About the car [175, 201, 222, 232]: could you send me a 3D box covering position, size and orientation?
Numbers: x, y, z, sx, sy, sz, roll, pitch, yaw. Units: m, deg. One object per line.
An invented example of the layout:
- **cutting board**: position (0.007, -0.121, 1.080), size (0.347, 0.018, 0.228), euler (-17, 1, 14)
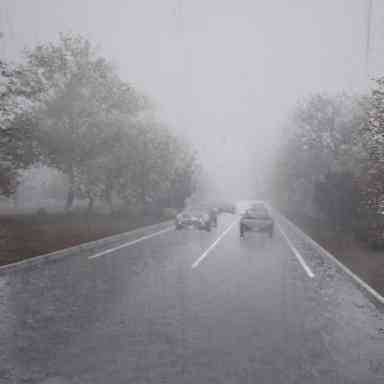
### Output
- **car**: position (0.401, 1.488, 21.283), size (2.097, 1.767, 4.553), euler (2, 0, 11)

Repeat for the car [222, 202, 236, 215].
- **car**: position (4.294, 1.952, 40.188), size (1.837, 1.490, 4.892), euler (2, 0, 11)

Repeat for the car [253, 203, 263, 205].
- **car**: position (8.173, 2.091, 41.309), size (2.033, 1.411, 5.357), euler (2, 0, 12)

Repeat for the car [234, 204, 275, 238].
- **car**: position (3.865, 1.750, 19.828), size (2.128, 1.511, 4.902), euler (2, 0, 11)
